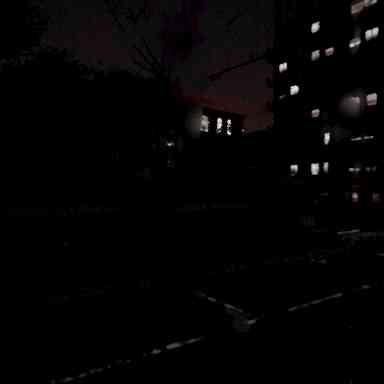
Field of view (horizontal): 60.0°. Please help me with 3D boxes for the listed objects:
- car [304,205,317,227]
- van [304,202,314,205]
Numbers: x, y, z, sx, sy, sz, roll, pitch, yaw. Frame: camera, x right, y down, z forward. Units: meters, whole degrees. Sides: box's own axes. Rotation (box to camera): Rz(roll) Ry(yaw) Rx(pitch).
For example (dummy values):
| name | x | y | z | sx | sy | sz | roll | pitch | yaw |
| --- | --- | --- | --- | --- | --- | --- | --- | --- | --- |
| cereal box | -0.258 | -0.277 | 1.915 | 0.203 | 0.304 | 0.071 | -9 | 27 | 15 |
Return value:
| name | x | y | z | sx | sy | sz | roll | pitch | yaw |
| --- | --- | --- | --- | --- | --- | --- | --- | --- | --- |
| car | 7.290 | 1.952 | 25.847 | 1.837 | 1.490 | 4.892 | 0 | -1 | -35 |
| van | 9.845 | 1.879 | 32.130 | 1.690 | 1.788 | 3.998 | -1 | 0 | -36 |
